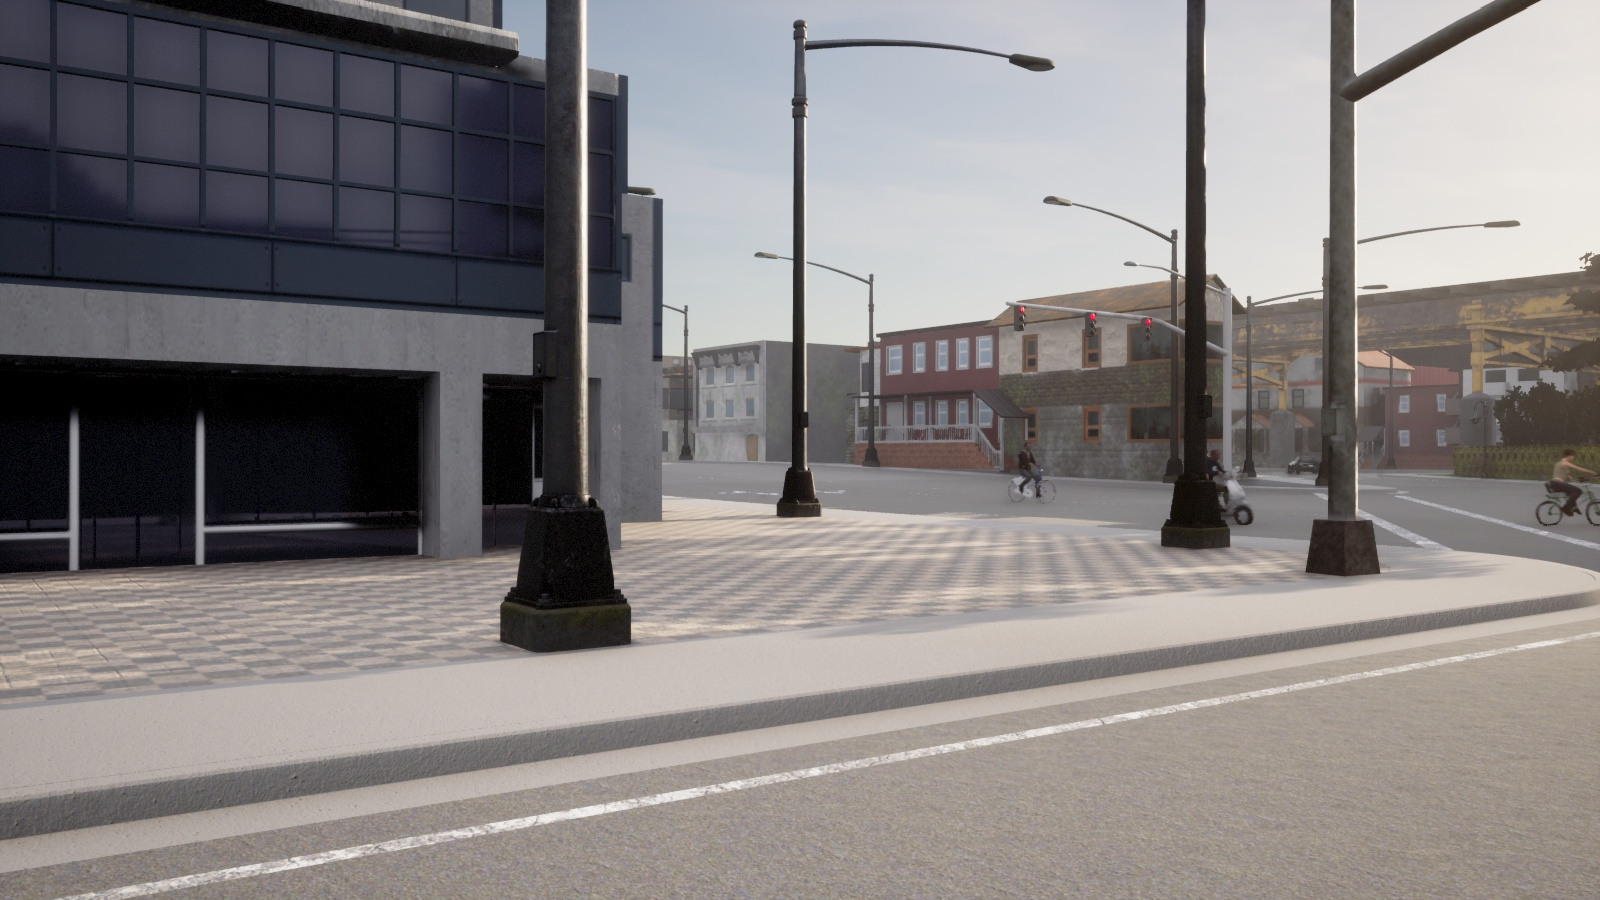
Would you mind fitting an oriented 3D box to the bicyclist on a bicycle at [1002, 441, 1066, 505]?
[{"bbox_3d":[6.628,0.629,35.570,0.659,1.776,1.843,0,0,-35],"label":"bicyclist on a bicycle"}]

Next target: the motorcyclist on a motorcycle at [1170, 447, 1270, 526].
[{"bbox_3d":[8.813,0.732,26.410,0.866,1.590,1.817,0,0,-35],"label":"motorcyclist on a motorcycle"}]

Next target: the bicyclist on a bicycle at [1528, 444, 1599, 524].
[{"bbox_3d":[16.033,0.710,25.888,1.509,1.612,0.866,0,-3,4],"label":"bicyclist on a bicycle"}]
